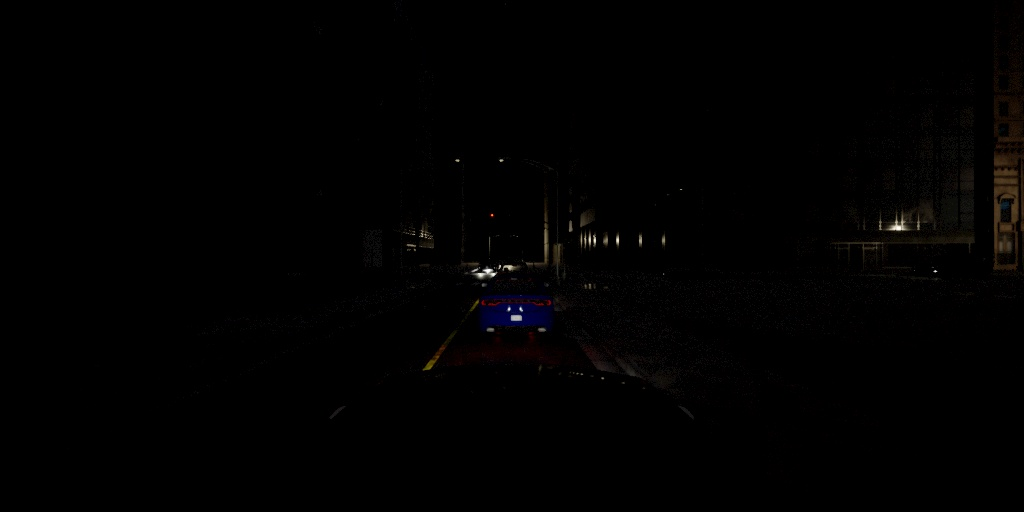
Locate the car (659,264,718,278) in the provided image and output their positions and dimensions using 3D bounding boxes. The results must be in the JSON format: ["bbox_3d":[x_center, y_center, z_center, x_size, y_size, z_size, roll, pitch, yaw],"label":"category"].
[{"bbox_3d":[16.333,1.368,33.346,4.718,1.301,1.895,0,0,0],"label":"car"}]

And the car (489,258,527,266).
[{"bbox_3d":[0.152,1.107,19.325,2.097,1.767,4.553,0,0,2],"label":"car"}]

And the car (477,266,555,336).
[{"bbox_3d":[0.099,1.229,10.456,1.882,1.535,5.008,0,0,0],"label":"car"}]

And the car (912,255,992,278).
[{"bbox_3d":[40.817,0.955,33.324,5.566,2.045,2.150,0,0,0],"label":"car"}]

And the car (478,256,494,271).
[{"bbox_3d":[-3.107,0.999,45.871,2.150,2.045,5.566,0,0,-2],"label":"car"}]
